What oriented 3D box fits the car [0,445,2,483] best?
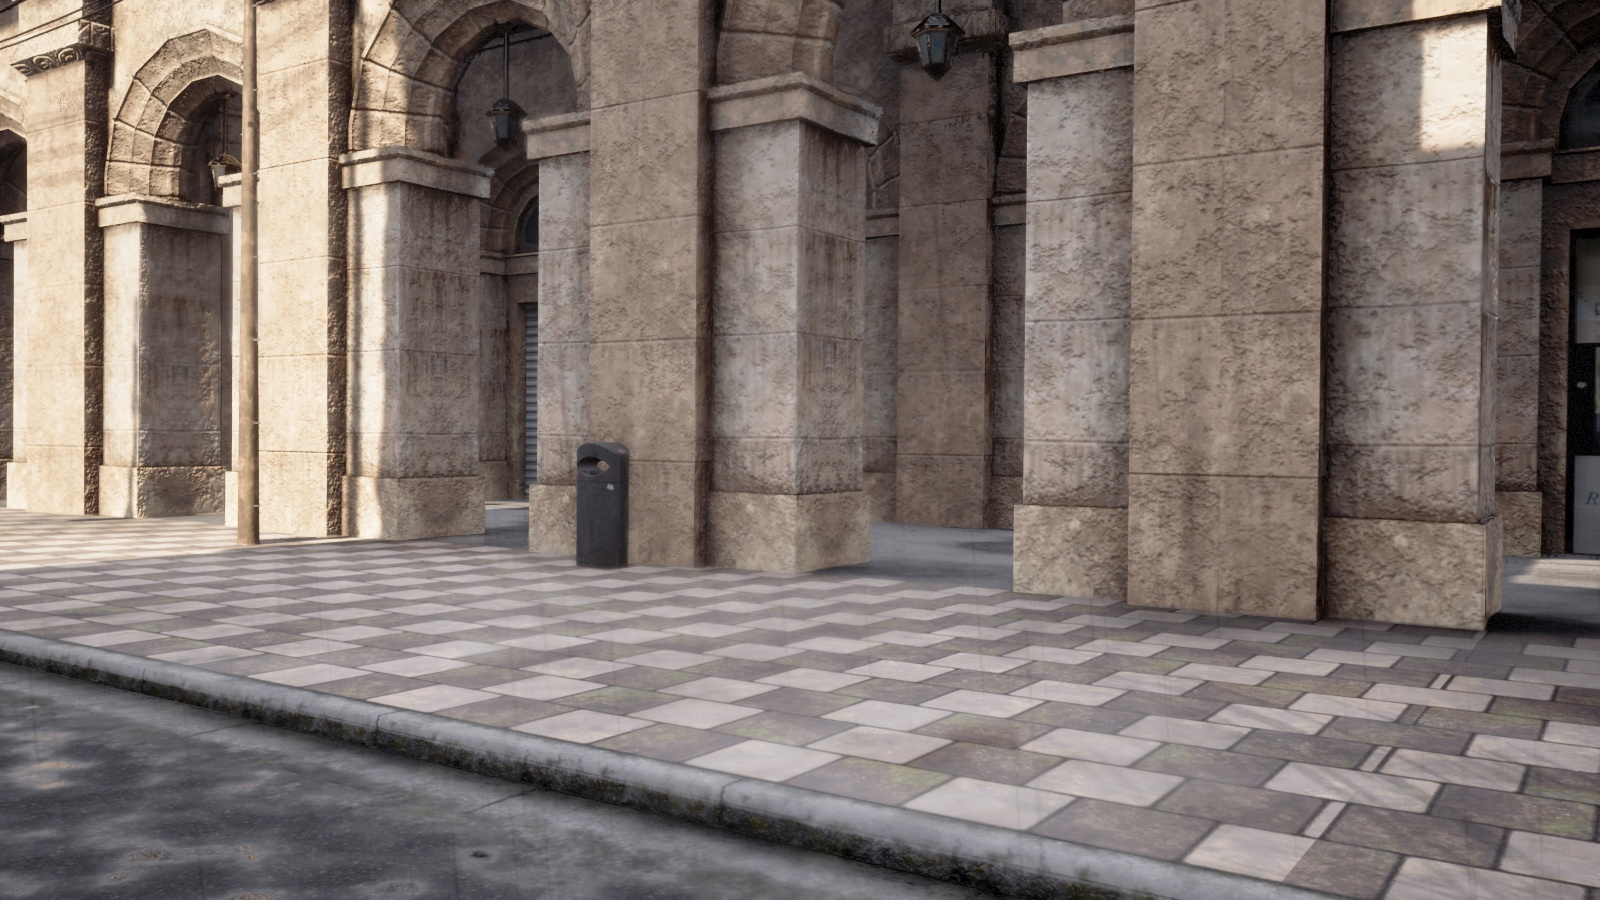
[{"bbox_3d":[-30.009,0.524,42.477,1.895,1.301,4.718,0,1,34],"label":"car"}]
